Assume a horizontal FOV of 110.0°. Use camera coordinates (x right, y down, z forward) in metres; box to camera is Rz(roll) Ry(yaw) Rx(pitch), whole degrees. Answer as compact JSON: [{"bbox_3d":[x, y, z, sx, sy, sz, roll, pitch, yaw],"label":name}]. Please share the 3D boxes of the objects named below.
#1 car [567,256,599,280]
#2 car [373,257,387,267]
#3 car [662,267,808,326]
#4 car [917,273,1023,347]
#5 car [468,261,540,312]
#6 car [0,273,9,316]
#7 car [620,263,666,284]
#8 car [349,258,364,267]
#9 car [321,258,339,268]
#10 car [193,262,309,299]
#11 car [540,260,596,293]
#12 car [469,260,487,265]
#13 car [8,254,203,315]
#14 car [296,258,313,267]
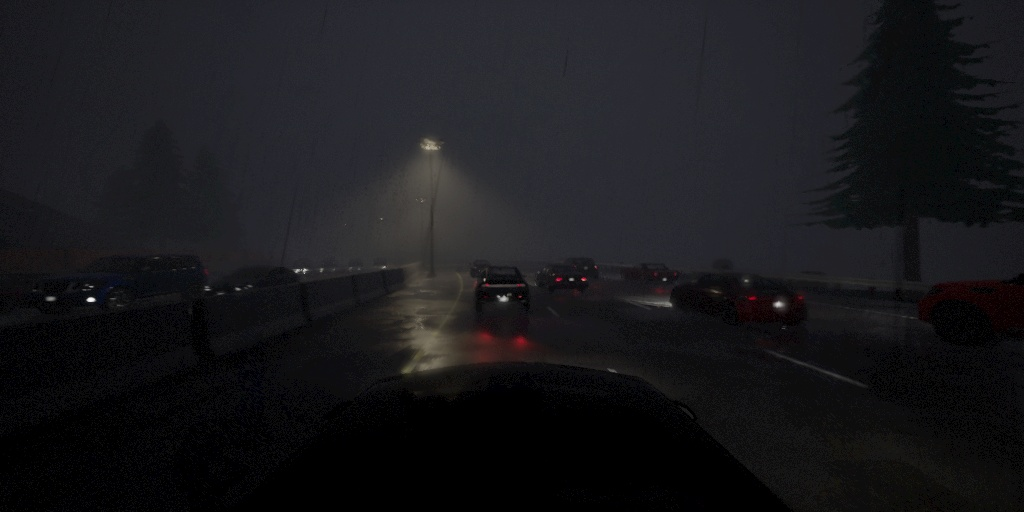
[{"bbox_3d":[4.963,0.866,27.675,2.097,1.767,4.553,0,0,-8],"label":"car"},{"bbox_3d":[-20.776,0.960,56.527,1.812,1.442,4.674,0,1,-20],"label":"car"},{"bbox_3d":[6.731,1.201,11.179,1.994,1.385,4.181,0,0,-3],"label":"car"},{"bbox_3d":[10.460,0.882,5.813,2.150,2.045,5.566,0,1,-1],"label":"car"},{"bbox_3d":[-0.447,1.148,13.866,2.128,1.511,4.902,0,1,-4],"label":"car"},{"bbox_3d":[-18.157,1.323,13.164,1.994,1.385,4.181,0,0,-5],"label":"car"},{"bbox_3d":[9.045,1.122,24.071,1.895,1.301,4.718,0,0,-7],"label":"car"},{"bbox_3d":[-24.341,1.021,56.069,1.994,1.385,4.181,0,1,-20],"label":"car"},{"bbox_3d":[-27.159,0.970,53.580,1.882,1.535,5.008,0,1,-20],"label":"car"},{"bbox_3d":[-11.408,1.202,16.208,1.837,1.490,4.892,0,0,-6],"label":"car"},{"bbox_3d":[2.557,1.142,19.470,2.033,1.411,5.357,0,0,-6],"label":"car"},{"bbox_3d":[-2.799,1.051,31.761,1.812,1.442,4.674,0,1,-10],"label":"car"},{"bbox_3d":[-14.686,0.954,13.967,2.150,2.045,5.566,0,1,-5],"label":"car"},{"bbox_3d":[-30.543,1.008,52.639,2.128,1.511,4.902,0,1,-20],"label":"car"}]
